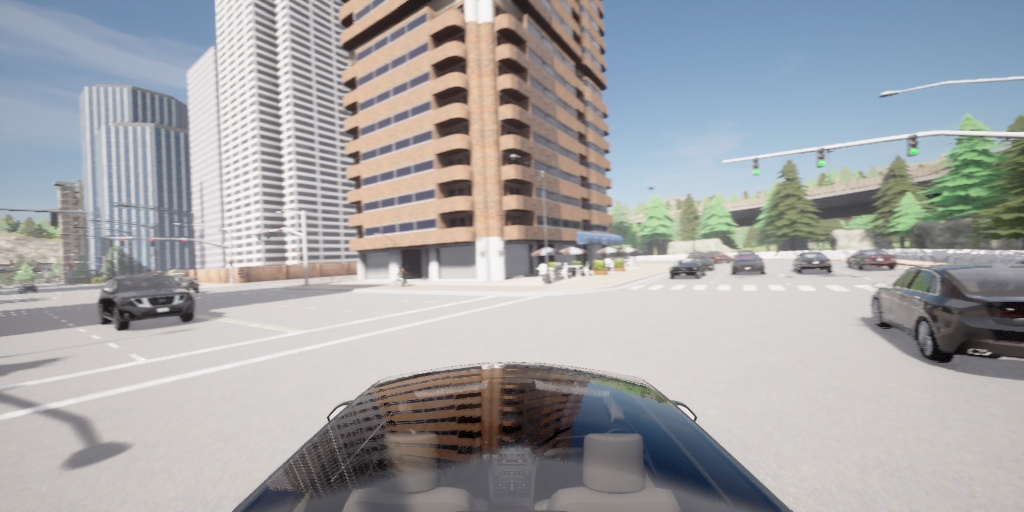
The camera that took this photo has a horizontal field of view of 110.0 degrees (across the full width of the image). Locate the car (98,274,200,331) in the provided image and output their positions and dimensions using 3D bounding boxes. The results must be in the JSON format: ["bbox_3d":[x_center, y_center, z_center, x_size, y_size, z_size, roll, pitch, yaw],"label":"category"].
[{"bbox_3d":[-15.415,1.792,15.059,5.566,2.045,2.150,-3,0,35],"label":"car"}]

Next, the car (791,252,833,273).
[{"bbox_3d":[21.041,0.421,25.260,2.033,1.411,5.357,-3,0,34],"label":"car"}]

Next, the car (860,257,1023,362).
[{"bbox_3d":[8.230,0.888,6.474,1.837,1.490,4.892,-3,-1,34],"label":"car"}]

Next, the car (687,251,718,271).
[{"bbox_3d":[17.506,0.586,33.045,1.837,1.490,4.892,-3,0,33],"label":"car"}]

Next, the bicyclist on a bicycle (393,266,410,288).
[{"bbox_3d":[-8.599,1.624,27.912,0.582,1.620,1.656,-3,0,34],"label":"bicyclist on a bicycle"}]

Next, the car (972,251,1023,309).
[{"bbox_3d":[14.247,0.628,9.088,1.812,1.442,4.674,-3,0,34],"label":"car"}]

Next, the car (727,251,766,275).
[{"bbox_3d":[17.347,0.616,26.373,1.994,1.385,4.181,-3,0,34],"label":"car"}]

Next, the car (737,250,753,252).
[{"bbox_3d":[21.931,0.230,33.633,2.097,1.767,4.553,-3,0,31],"label":"car"}]

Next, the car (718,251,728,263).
[{"bbox_3d":[26.499,0.090,46.716,2.097,1.767,4.553,-3,0,5],"label":"car"}]

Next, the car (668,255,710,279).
[{"bbox_3d":[12.507,0.873,25.481,1.895,1.301,4.718,-3,0,35],"label":"car"}]

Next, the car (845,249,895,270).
[{"bbox_3d":[25.423,0.218,25.513,2.033,1.411,5.357,-3,0,34],"label":"car"}]
